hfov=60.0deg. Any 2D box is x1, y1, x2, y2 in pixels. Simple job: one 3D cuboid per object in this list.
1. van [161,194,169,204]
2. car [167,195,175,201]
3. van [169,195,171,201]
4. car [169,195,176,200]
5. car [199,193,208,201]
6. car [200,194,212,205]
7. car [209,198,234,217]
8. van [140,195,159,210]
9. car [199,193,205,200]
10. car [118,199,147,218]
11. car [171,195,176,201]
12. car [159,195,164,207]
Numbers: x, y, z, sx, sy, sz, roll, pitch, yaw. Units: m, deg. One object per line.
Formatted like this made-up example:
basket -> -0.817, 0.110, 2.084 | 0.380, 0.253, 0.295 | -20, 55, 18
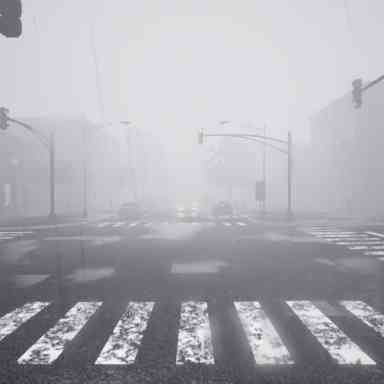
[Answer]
van -> -5.465, 1.329, 58.147 | 1.690, 1.788, 3.998 | 0, 0, 0
car -> -5.352, 1.526, 85.879 | 1.887, 1.381, 4.507 | 0, 0, 0
van -> -5.442, 1.328, 63.693 | 1.690, 1.788, 3.998 | 0, 0, 0
car -> -5.331, 1.562, 91.424 | 1.802, 1.307, 4.206 | 0, 0, 0
car -> 3.026, 1.296, 85.845 | 2.192, 1.841, 5.009 | -1, 0, 0
car -> 2.918, 1.539, 58.114 | 2.008, 1.369, 4.403 | -1, 0, 0
car -> 2.808, 1.520, 30.552 | 1.752, 1.417, 4.829 | -1, 0, 0
van -> -5.530, 1.333, 41.508 | 1.690, 1.788, 3.998 | 0, 0, 0
car -> 2.984, 1.550, 74.752 | 1.947, 1.339, 4.313 | -1, 0, 0
car -> -5.572, 1.577, 30.416 | 1.802, 1.307, 4.206 | 0, 0, 0
car -> -5.375, 1.549, 80.332 | 1.947, 1.339, 4.313 | 0, 0, 0
car -> -5.507, 1.536, 47.055 | 1.887, 1.381, 4.507 | 0, 0, 0
